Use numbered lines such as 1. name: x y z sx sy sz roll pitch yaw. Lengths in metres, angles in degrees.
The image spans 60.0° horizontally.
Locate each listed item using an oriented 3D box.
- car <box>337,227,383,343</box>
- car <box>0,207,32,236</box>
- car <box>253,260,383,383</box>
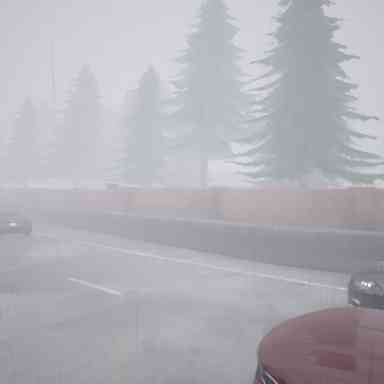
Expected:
1. car: 4.956 1.527 4.824 4.902 1.511 2.128 1 0 35
2. car: -9.789 1.469 16.849 4.181 1.385 1.994 1 0 43
3. car: 2.832 1.499 2.045 5.008 1.535 1.882 1 0 35
